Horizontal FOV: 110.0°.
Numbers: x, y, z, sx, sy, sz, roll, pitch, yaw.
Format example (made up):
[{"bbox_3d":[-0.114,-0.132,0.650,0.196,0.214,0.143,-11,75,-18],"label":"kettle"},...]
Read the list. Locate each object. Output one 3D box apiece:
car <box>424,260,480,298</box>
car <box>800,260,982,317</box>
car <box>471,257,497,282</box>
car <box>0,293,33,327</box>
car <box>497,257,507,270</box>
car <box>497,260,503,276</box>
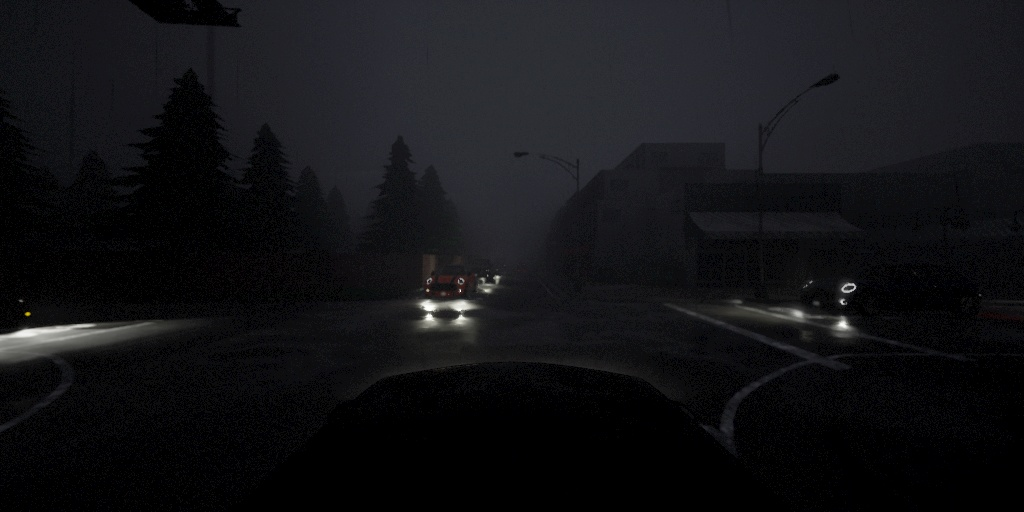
[{"bbox_3d":[-3.210,1.251,19.504,2.097,1.767,4.553,0,0,2],"label":"car"},{"bbox_3d":[12.538,1.022,12.121,4.553,1.767,2.097,0,0,0],"label":"car"},{"bbox_3d":[-2.835,1.231,32.200,2.150,2.045,5.566,0,-1,2],"label":"car"},{"bbox_3d":[-14.610,1.189,8.674,4.181,1.385,1.994,0,0,1],"label":"car"},{"bbox_3d":[-1.999,1.123,59.760,2.150,2.045,5.566,0,0,2],"label":"car"},{"bbox_3d":[-2.489,1.592,44.636,1.882,1.535,5.008,0,0,2],"label":"car"}]
